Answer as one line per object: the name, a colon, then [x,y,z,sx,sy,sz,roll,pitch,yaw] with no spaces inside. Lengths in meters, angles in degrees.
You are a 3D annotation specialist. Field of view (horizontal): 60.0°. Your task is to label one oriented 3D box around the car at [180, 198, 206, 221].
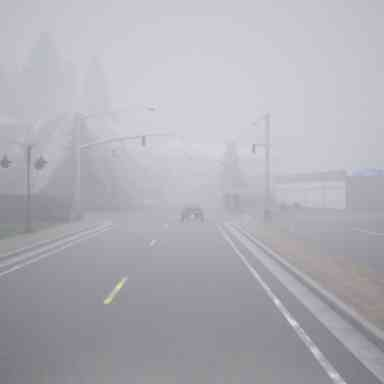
car: [0.050,1.565,27.677,1.837,1.490,4.892,0,0,1]
